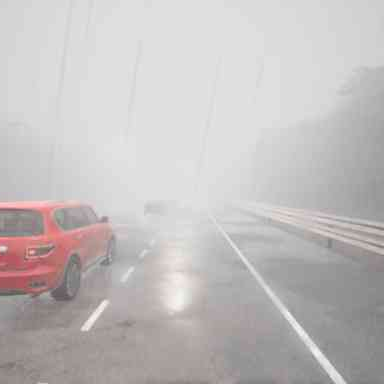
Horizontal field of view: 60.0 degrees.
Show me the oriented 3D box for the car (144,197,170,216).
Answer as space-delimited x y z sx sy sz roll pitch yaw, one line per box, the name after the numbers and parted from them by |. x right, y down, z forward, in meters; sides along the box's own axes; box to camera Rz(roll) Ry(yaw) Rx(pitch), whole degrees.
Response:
-3.495 1.488 32.618 1.882 1.535 5.008 0 0 0 | car

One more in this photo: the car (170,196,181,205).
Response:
-3.416 1.559 59.741 1.812 1.442 4.674 0 0 0 | car

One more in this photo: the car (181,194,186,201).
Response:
-3.309 1.648 85.894 1.895 1.301 4.718 0 0 0 | car

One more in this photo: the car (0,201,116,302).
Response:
-3.506 1.220 8.386 2.150 2.045 5.566 0 0 0 | car
